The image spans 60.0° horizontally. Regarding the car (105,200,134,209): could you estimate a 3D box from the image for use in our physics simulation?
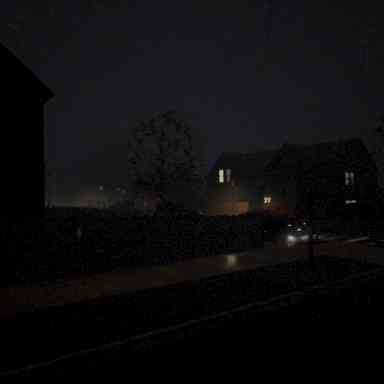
[{"bbox_3d":[-9.667,2.165,46.480,2.150,2.045,5.566,-1,-1,-35],"label":"car"}]

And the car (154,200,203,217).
[{"bbox_3d":[-1.336,1.776,29.843,2.150,2.045,5.566,-1,-1,-35],"label":"car"}]

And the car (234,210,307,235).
[{"bbox_3d":[4.659,1.858,21.452,2.033,1.411,5.357,-1,-1,-36],"label":"car"}]

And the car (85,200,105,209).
[{"bbox_3d":[-15.849,2.417,55.063,2.150,2.045,5.566,-1,-1,-36],"label":"car"}]

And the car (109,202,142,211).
[{"bbox_3d":[-7.359,2.278,38.295,1.882,1.535,5.008,-1,-1,-36],"label":"car"}]
